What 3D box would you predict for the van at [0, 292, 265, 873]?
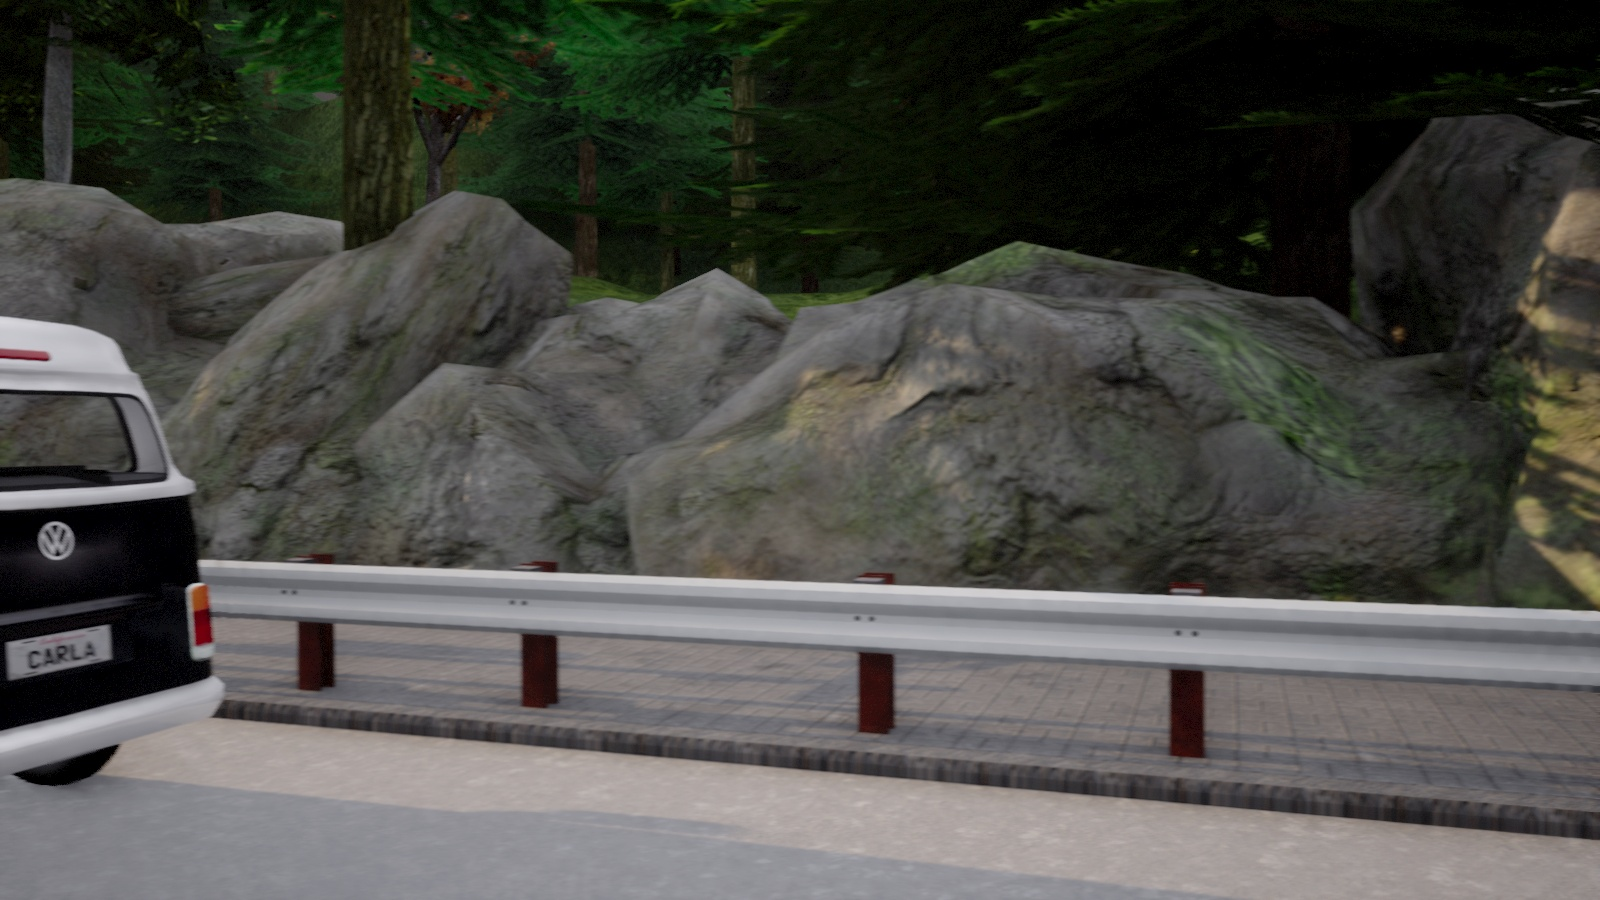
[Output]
[{"bbox_3d":[-4.848,0.446,5.348,4.480,2.038,2.069,0,1,19],"label":"van"}]
